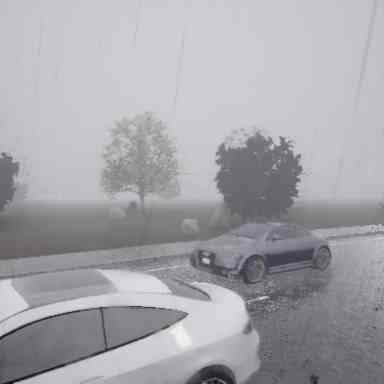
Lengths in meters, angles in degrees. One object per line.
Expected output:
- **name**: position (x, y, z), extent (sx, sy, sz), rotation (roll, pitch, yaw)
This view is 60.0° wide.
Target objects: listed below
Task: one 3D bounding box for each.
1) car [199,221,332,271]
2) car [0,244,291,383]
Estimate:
- **car**: position (2.027, 1.545, 9.445), extent (4.181, 1.385, 1.994), rotation (0, 0, -33)
- **car**: position (-1.425, 1.519, 2.897), extent (4.674, 1.442, 1.812), rotation (0, 0, -35)
